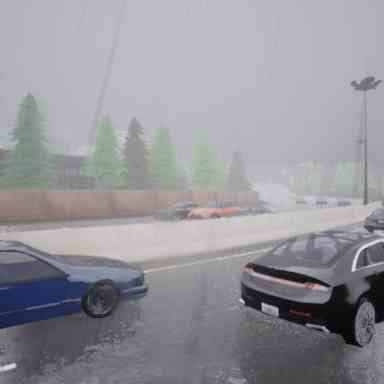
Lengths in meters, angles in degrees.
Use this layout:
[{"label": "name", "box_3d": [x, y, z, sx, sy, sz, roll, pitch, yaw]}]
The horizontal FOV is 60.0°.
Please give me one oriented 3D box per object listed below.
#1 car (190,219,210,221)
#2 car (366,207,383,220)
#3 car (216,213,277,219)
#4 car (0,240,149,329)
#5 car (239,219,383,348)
[{"label": "car", "box_3d": [1.803, 1.422, 24.472, 2.097, 1.767, 4.553, 0, 0, 44]}, {"label": "car", "box_3d": [11.464, 1.581, 19.043, 2.033, 1.411, 5.357, 0, 0, 42]}, {"label": "car", "box_3d": [3.849, 1.621, 21.567, 1.994, 1.385, 4.181, 0, 0, 44]}, {"label": "car", "box_3d": [-3.458, 1.573, 5.675, 5.357, 1.411, 2.033, 0, 0, -36]}, {"label": "car", "box_3d": [3.036, 1.505, 6.379, 4.902, 1.511, 2.128, 0, 0, -39]}]
